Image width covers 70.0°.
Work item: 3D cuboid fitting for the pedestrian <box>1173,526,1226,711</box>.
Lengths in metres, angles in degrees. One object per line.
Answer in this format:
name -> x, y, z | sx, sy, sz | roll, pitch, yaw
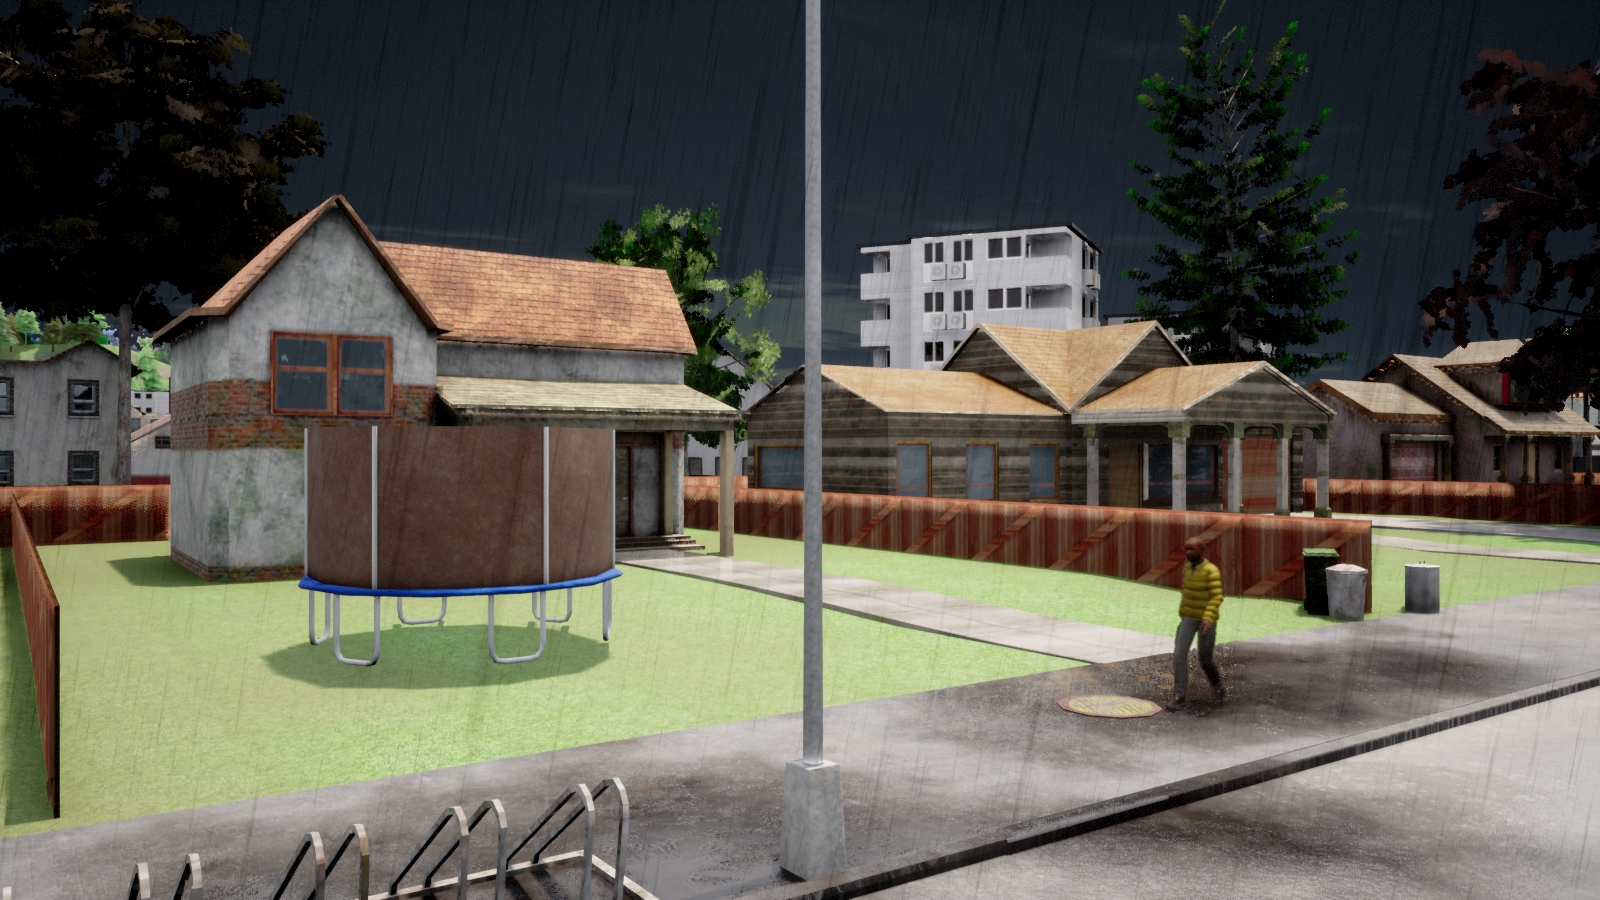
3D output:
pedestrian -> 4.187, 1.746, 11.973 | 0.375, 1.860, 0.375 | 0, 0, -31
